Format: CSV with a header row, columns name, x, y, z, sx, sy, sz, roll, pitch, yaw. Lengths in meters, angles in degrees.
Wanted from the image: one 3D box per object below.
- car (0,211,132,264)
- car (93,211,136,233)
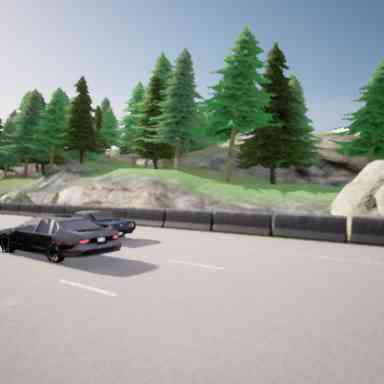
name,x,y,z,sx,sy,sz,roll,pitch,yaw
car,-4.848,1.519,11.747,5.357,1.411,2.033,0,0,35
car,-5.021,1.565,16.170,4.718,1.301,1.895,0,0,35
